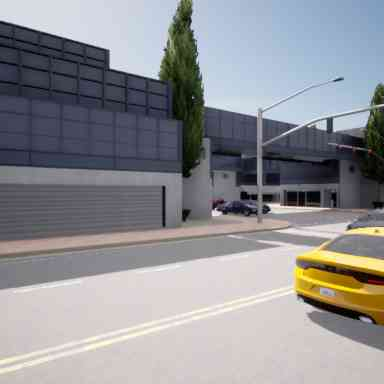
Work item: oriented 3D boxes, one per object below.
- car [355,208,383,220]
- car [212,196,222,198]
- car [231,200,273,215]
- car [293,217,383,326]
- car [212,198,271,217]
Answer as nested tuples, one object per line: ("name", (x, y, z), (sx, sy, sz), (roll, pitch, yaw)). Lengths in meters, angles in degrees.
("car", (8.659, 1.505, 14.694), (4.892, 1.490, 1.837), (0, 0, -37))
("car", (3.015, 1.351, 52.069), (2.097, 1.767, 4.553), (0, 0, -37))
("car", (6.365, 1.564, 35.601), (1.994, 1.385, 4.181), (0, 0, -37))
("car", (4.206, 1.478, 6.843), (5.008, 1.535, 1.882), (0, 0, -36))
("car", (4.640, 1.547, 32.067), (2.033, 1.411, 5.357), (0, 0, -37))
